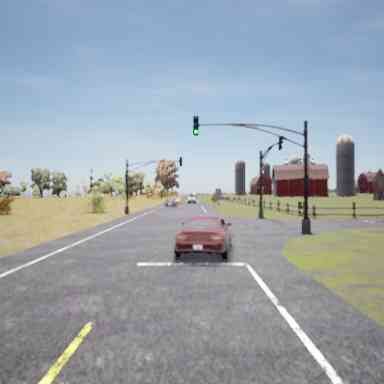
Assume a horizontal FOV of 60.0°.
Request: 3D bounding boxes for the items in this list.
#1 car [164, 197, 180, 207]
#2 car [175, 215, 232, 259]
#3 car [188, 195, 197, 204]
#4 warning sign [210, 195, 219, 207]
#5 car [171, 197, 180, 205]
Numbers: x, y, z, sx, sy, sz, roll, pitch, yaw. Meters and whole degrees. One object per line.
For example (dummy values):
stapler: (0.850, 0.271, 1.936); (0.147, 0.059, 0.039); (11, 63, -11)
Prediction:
car: (-3.572, 1.793, 56.163); (2.128, 1.511, 4.902); (0, 0, 0)
car: (0.545, 1.603, 12.853); (1.812, 1.442, 4.674); (0, 0, 9)
car: (-0.011, 1.966, 73.282); (1.895, 1.301, 4.718); (0, 0, 0)
warning sign: (3.535, 1.397, 51.891); (1.300, 1.860, 1.060); (0, -1, 0)
car: (-3.511, 1.849, 71.567); (1.882, 1.535, 5.008); (0, 0, 0)
